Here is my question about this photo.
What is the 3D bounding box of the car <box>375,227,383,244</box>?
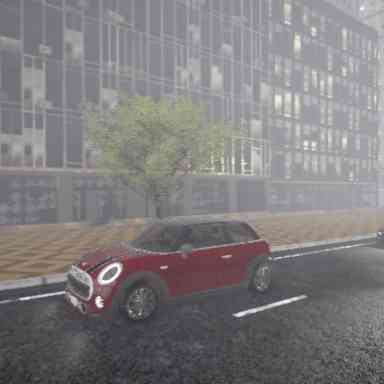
[{"bbox_3d":[10.518,1.700,15.126,5.357,1.411,2.033,1,0,-35],"label":"car"}]

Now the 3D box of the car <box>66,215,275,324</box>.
[{"bbox_3d":[-0.308,1.386,7.339,4.553,1.767,2.097,0,0,-35],"label":"car"}]
